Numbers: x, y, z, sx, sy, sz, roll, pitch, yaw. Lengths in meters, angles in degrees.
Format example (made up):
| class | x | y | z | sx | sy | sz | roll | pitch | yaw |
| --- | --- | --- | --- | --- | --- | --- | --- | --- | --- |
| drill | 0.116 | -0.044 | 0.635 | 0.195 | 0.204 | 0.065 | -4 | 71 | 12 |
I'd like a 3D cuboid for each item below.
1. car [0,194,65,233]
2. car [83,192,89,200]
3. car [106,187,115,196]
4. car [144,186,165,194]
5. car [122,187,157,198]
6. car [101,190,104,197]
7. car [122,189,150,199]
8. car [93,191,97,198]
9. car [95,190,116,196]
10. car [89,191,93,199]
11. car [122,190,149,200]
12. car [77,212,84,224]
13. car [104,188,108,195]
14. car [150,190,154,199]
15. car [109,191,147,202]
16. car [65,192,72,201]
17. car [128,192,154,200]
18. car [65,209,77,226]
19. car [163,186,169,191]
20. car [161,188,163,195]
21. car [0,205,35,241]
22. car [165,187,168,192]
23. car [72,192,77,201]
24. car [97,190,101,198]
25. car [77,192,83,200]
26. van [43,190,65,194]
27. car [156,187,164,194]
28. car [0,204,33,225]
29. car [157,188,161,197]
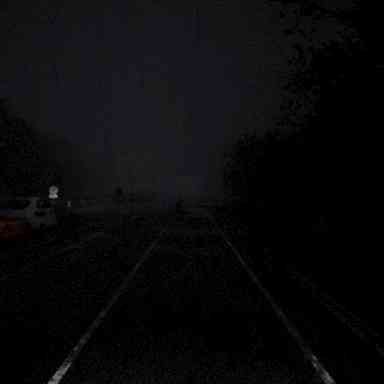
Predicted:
| class | x | y | z | sx | sy | sz | roll | pitch | yaw |
| --- | --- | --- | --- | --- | --- | --- | --- | --- | --- |
| car | -10.149 | 1.285 | 17.719 | 5.566 | 2.045 | 2.435 | 0 | 0 | 0 |
| car | -23.437 | 0.811 | 64.232 | 5.366 | 1.575 | 1.946 | 0 | 1 | 0 |
| car | -22.951 | 0.245 | 86.407 | 5.366 | 1.575 | 1.946 | 0 | 2 | 0 |
| car | -10.086 | 0.120 | 86.507 | 4.553 | 1.767 | 2.185 | 0 | 2 | 0 |
| car | -10.200 | 0.567 | 64.223 | 5.566 | 2.045 | 2.435 | 0 | 1 | 0 |
| car | -23.189 | 0.606 | 75.261 | 5.008 | 1.535 | 2.097 | 0 | 2 | 0 |
| car | -10.232 | 0.738 | 58.652 | 4.553 | 1.767 | 2.185 | 0 | 0 | 0 |
| car | -23.194 | 0.763 | 69.682 | 4.792 | 1.488 | 2.163 | 0 | 1 | 0 |
| car | -23.127 | 0.136 | 89.195 | 5.008 | 1.535 | 2.097 | 0 | 2 | 0 |
| car | -23.422 | 0.774 | 67.027 | 5.366 | 1.575 | 1.946 | 0 | 1 | 0 |
| car | -10.244 | 0.904 | 55.867 | 4.792 | 1.488 | 2.163 | 0 | 0 | 0 |
| car | -10.067 | 1.587 | 23.270 | 4.792 | 1.488 | 2.163 | 0 | 0 | 0 |
| car | -23.173 | 0.526 | 78.178 | 4.892 | 1.521 | 2.231 | 0 | 2 | 0 |
| car | -10.181 | 0.846 | 61.432 | 5.008 | 1.535 | 2.097 | 0 | 1 | 0 |
| car | -10.200 | 0.914 | 53.083 | 4.792 | 1.488 | 2.163 | 0 | 0 | 0 |
| car | -23.298 | 0.910 | 55.742 | 4.674 | 1.452 | 2.002 | 0 | 0 | 0 |
| car | -10.151 | 0.782 | 67.015 | 4.892 | 1.521 | 2.231 | 0 | 1 | 0 |
| car | -10.114 | 1.547 | 20.494 | 5.008 | 1.535 | 2.097 | 0 | 0 | 0 |
| car | -10.006 | -0.114 | 94.870 | 5.008 | 1.535 | 2.097 | 0 | 3 | 0 |
| car | -10.113 | 0.473 | 80.948 | 4.792 | 1.488 | 2.163 | 0 | 2 | 0 |
| car | -10.319 | 1.523 | 14.943 | 5.366 | 1.575 | 1.946 | 0 | 0 | 0 |
| car | -10.020 | 0.014 | 92.083 | 5.008 | 1.535 | 2.097 | 0 | 3 | 0 |
| car | -23.284 | 0.900 | 58.527 | 4.674 | 1.452 | 2.002 | 0 | 0 | 0 |
| car | -23.203 | 0.673 | 72.472 | 5.008 | 1.535 | 2.097 | 0 | 1 | 0 |
| car | -23.295 | 0.871 | 61.439 | 4.792 | 1.488 | 2.163 | 0 | 0 | 0 |
| van | -23.183 | 0.656 | 53.067 | 4.442 | 1.987 | 1.878 | 1 | 0 | 0 |
| car | -10.101 | 0.224 | 83.729 | 4.553 | 1.767 | 2.185 | 0 | 2 | 0 |
| car | -14.519 | 1.687 | 26.002 | 1.895 | 1.301 | 4.718 | 0 | 0 | 0 |
| car | -10.082 | 0.480 | 75.371 | 4.553 | 1.767 | 2.185 | 0 | 2 | 0 |
